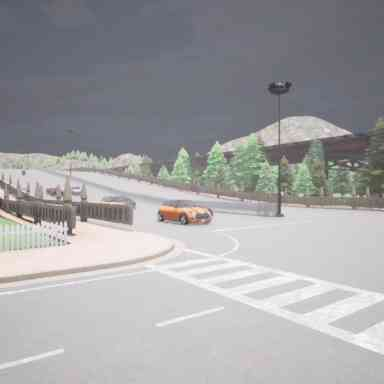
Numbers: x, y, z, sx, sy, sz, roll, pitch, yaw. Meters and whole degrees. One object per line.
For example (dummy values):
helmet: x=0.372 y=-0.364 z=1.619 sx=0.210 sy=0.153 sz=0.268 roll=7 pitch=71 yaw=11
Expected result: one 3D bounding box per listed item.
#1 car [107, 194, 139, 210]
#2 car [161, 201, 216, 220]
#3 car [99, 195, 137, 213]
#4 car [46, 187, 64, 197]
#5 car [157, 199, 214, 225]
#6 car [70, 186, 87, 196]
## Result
car: x=-8.410 y=1.184 z=40.136 sx=1.837 sy=1.490 sz=4.892 roll=0 pitch=3 yaw=-37
car: x=-0.429 y=1.538 z=29.618 sx=2.033 sy=1.411 sz=5.357 roll=0 pitch=0 yaw=-37
car: x=-7.629 y=1.262 z=33.310 sx=2.097 sy=1.767 sz=4.553 roll=0 pitch=2 yaw=-37
car: x=-20.774 y=-0.080 z=50.838 sx=1.895 sy=1.301 sz=4.718 roll=0 pitch=7 yaw=-36
car: x=-0.606 y=1.351 z=24.069 sx=2.097 sy=1.767 sz=4.553 roll=0 pitch=0 yaw=-37
car: x=-18.560 y=-0.198 z=53.736 sx=1.895 sy=1.301 sz=4.718 roll=0 pitch=7 yaw=-36
